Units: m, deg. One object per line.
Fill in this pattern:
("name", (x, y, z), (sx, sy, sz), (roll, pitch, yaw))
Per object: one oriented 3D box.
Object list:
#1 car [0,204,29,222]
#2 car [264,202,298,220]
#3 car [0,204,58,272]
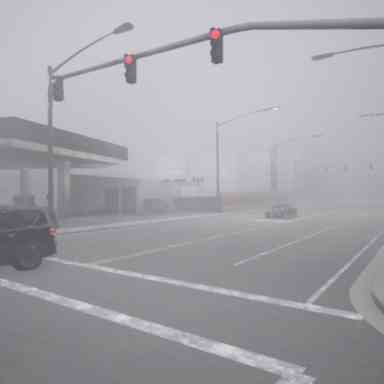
("car", (-17.055, 1.869, 30.875), (3.806, 1.475, 1.970), (-1, -1, 36))
("car", (8.222, 1.714, 30.551), (1.837, 1.490, 4.892), (-1, 1, 35))
("car", (-6.589, 1.481, 9.268), (2.150, 2.045, 5.566), (-1, 0, 35))
